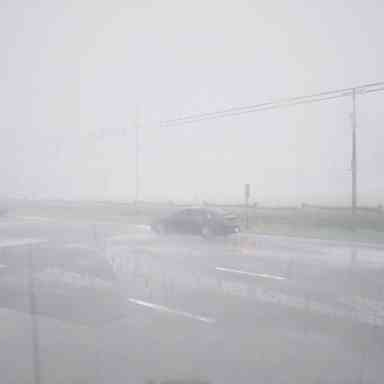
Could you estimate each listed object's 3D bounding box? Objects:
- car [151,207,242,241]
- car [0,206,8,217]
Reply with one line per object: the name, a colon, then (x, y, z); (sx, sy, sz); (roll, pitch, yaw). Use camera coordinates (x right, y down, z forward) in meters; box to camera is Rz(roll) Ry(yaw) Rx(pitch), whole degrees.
car: (0.110, 1.505, 16.787); (4.892, 1.490, 1.837); (0, 0, 36)
car: (-18.808, 1.601, 30.247); (4.718, 1.301, 1.895); (0, 0, 35)
